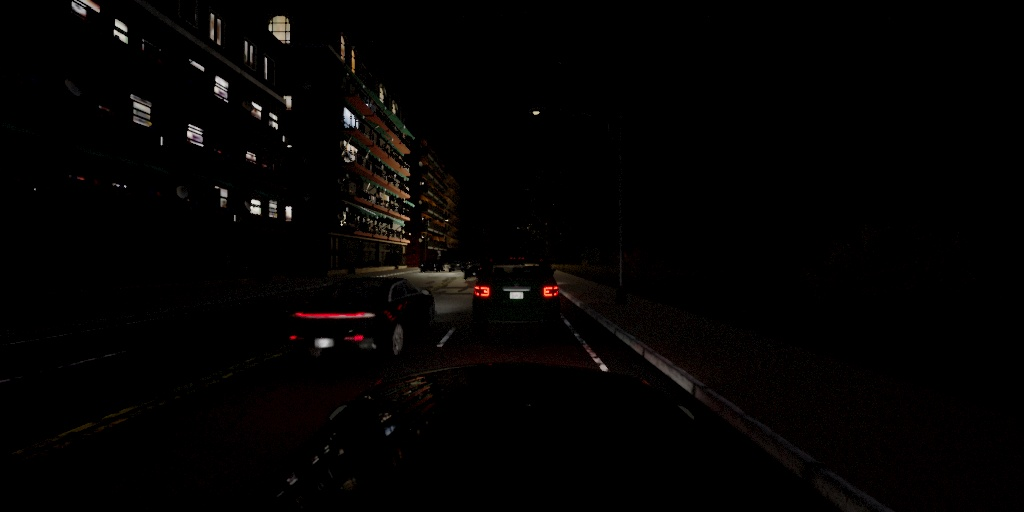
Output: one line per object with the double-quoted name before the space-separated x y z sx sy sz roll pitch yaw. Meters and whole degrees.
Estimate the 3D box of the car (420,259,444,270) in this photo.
"car" -9.735 1.103 43.742 2.097 1.767 4.553 0 0 0

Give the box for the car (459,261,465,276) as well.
"car" -3.069 1.244 31.704 2.128 1.511 4.902 0 0 0

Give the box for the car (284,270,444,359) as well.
"car" -3.135 1.241 8.415 2.128 1.511 4.902 0 0 0

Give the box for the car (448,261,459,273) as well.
"car" -6.485 1.277 43.565 1.812 1.442 4.674 0 0 0

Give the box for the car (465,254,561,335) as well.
"car" 0.118 0.973 10.673 2.150 2.045 5.566 0 0 0
